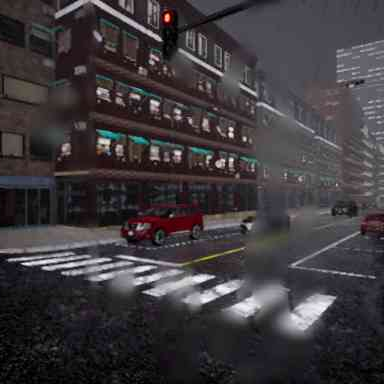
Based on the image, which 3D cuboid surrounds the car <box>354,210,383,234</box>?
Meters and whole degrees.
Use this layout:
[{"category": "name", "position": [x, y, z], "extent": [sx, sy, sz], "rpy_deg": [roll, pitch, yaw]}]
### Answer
[{"category": "car", "position": [12.060, 2.043, 21.638], "extent": [1.802, 1.307, 4.206], "rpy_deg": [-1, -2, 35]}]

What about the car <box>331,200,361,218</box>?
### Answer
[{"category": "car", "position": [19.148, 2.071, 41.680], "extent": [2.150, 2.045, 5.566], "rpy_deg": [0, -1, 36]}]

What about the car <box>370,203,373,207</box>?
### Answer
[{"category": "car", "position": [37.762, 2.968, 72.951], "extent": [1.967, 1.590, 4.097], "rpy_deg": [-1, -2, 35]}]

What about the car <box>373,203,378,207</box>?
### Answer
[{"category": "car", "position": [44.278, 3.307, 82.263], "extent": [1.947, 1.339, 4.313], "rpy_deg": [-1, -2, 35]}]

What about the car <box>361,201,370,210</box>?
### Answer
[{"category": "car", "position": [34.504, 2.737, 68.298], "extent": [2.192, 1.841, 5.009], "rpy_deg": [-1, -2, 35]}]

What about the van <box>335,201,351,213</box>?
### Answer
[{"category": "van", "position": [24.732, 2.445, 54.324], "extent": [1.690, 1.788, 3.998], "rpy_deg": [-1, -2, 35]}]

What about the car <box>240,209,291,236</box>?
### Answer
[{"category": "car", "position": [4.761, 1.881, 21.224], "extent": [2.128, 1.511, 4.902], "rpy_deg": [0, -1, 35]}]

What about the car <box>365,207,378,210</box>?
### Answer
[{"category": "car", "position": [15.318, 2.116, 26.297], "extent": [2.008, 1.369, 4.403], "rpy_deg": [-1, -2, 35]}]

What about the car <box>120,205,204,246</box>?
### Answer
[{"category": "car", "position": [-1.331, 1.584, 17.065], "extent": [2.192, 1.841, 5.009], "rpy_deg": [-1, -2, 35]}]
